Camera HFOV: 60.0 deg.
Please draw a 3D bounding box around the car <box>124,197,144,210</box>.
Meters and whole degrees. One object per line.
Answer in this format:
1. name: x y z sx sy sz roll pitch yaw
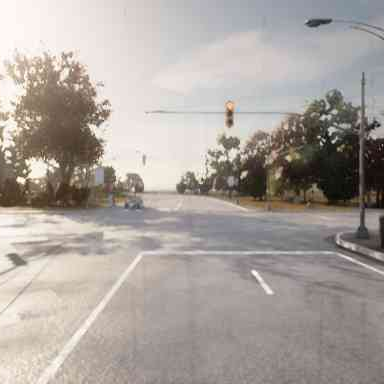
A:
1. car: -7.139 1.343 41.295 2.128 1.511 4.902 0 0 0
